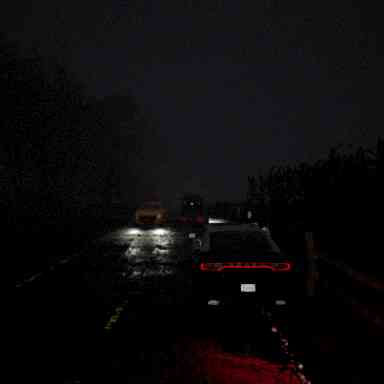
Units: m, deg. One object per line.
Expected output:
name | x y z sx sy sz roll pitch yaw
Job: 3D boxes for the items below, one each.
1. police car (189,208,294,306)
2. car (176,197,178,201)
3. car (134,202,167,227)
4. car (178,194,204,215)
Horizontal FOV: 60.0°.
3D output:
police car | 0.949 1.422 8.235 1.930 1.638 5.238 0 0 0
car | -2.874 1.546 83.128 2.033 1.411 5.357 0 0 0
car | -2.785 1.471 23.143 1.882 1.535 5.008 0 0 0
car | 0.012 1.213 33.855 2.150 2.045 5.566 0 0 0
